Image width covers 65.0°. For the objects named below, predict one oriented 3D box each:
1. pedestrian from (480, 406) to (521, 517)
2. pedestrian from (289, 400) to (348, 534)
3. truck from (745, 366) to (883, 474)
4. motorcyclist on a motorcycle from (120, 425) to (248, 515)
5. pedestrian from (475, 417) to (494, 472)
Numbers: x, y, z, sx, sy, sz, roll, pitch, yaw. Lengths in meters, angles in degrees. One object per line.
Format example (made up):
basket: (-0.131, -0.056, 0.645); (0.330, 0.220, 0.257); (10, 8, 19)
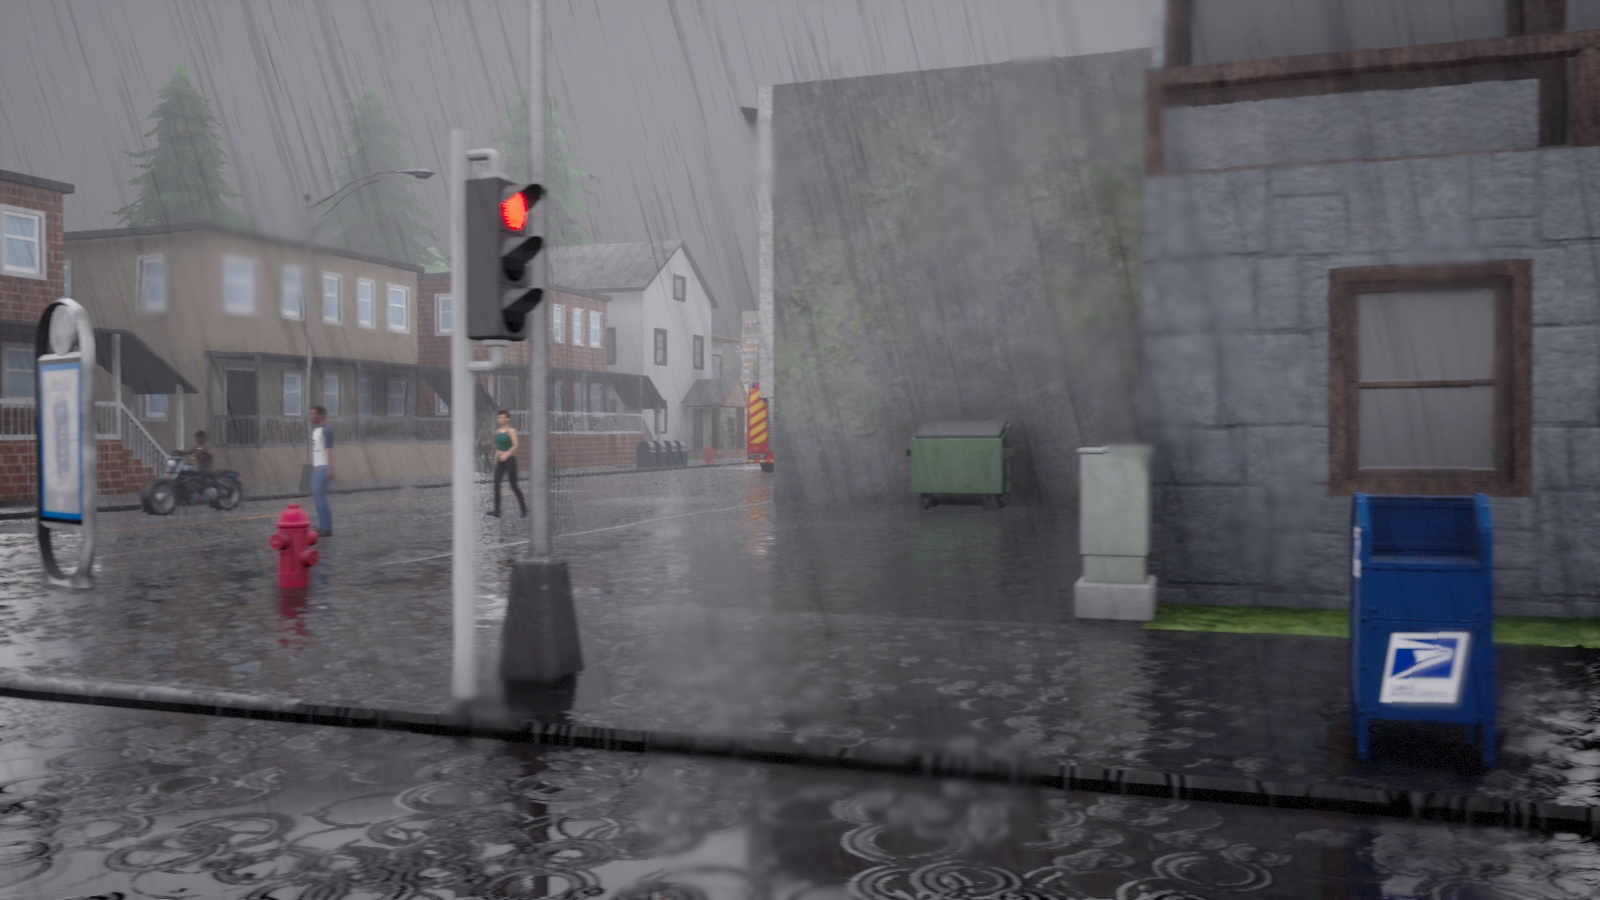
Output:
pedestrian: (-5.021, 0.180, 21.057); (0.345, 1.836, 0.594); (1, 1, 33)
pedestrian: (-6.749, 0.229, 17.619); (0.706, 1.836, 0.354); (0, 1, -34)
truck: (0.737, -1.119, 48.925); (2.891, 3.827, 8.468); (1, 1, 19)
motorcyclist on a motorcycle: (-11.832, 0.344, 24.219); (0.766, 1.649, 2.350); (1, 1, 19)
pedestrian: (-10.619, -0.181, 42.250); (0.331, 1.846, 0.634); (1, 1, 18)
